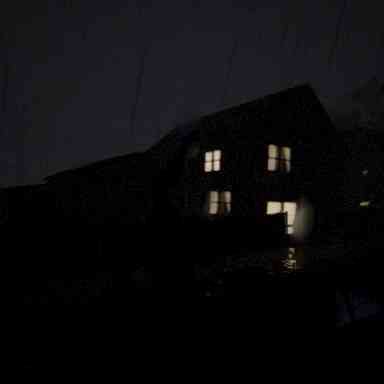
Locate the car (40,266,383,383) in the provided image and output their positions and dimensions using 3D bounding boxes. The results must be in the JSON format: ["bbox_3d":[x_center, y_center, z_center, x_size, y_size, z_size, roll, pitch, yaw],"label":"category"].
[{"bbox_3d":[0.683,1.568,3.440,4.181,1.385,1.994,0,0,-35],"label":"car"}]
